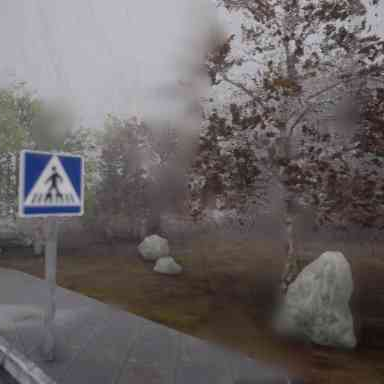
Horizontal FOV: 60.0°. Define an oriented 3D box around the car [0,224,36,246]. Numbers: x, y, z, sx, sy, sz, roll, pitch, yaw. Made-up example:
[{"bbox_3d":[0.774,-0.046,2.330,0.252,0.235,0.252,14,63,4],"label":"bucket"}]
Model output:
[{"bbox_3d":[-12.795,2.961,22.102,4.892,1.521,2.231,1,-5,-38],"label":"car"}]
